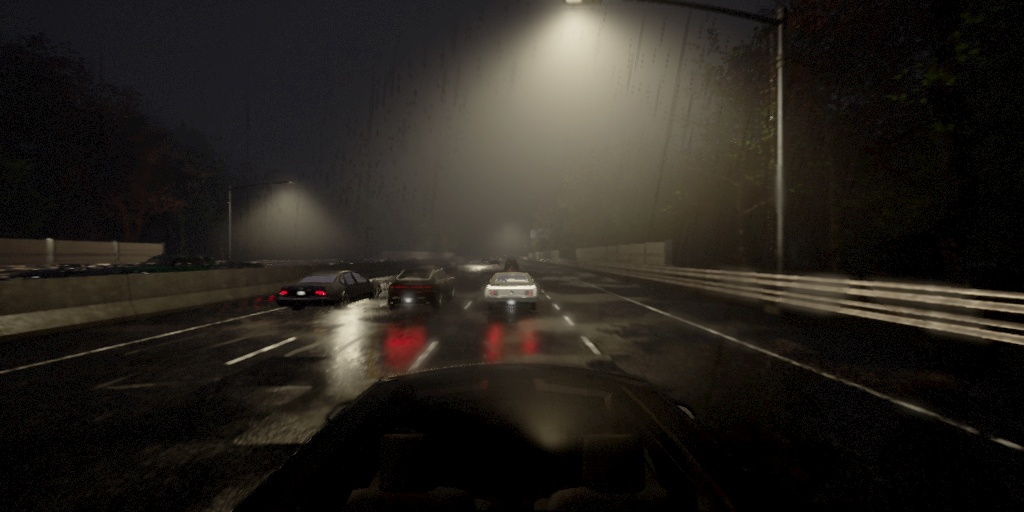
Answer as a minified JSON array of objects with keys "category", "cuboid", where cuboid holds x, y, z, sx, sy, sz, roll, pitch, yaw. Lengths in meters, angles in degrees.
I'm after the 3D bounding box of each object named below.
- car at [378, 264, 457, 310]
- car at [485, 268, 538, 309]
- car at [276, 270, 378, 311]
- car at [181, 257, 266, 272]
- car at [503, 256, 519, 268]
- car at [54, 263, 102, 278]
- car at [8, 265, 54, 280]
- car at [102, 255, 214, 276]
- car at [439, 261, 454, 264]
[{"category":"car","cuboid":[-3.516,1.236,14.580,1.837,1.490,4.892,0,0,0]},{"category":"car","cuboid":[-0.011,1.326,14.726,1.895,1.301,4.718,0,0,0]},{"category":"car","cuboid":[-7.016,1.281,14.438,2.033,1.411,5.357,0,0,0]},{"category":"car","cuboid":[-17.603,1.082,22.625,2.097,1.767,4.553,0,0,0]},{"category":"car","cuboid":[-0.044,1.165,49.863,1.837,1.490,4.892,0,0,0]},{"category":"car","cuboid":[-24.603,1.231,22.647,2.128,1.511,4.902,0,0,0]},{"category":"car","cuboid":[-28.101,1.236,22.683,2.128,1.511,4.902,0,0,0]},{"category":"car","cuboid":[-21.105,0.959,22.311,2.150,2.045,5.566,0,0,0]},{"category":"car","cuboid":[-7.035,1.254,37.682,1.994,1.385,4.181,0,0,0]}]
